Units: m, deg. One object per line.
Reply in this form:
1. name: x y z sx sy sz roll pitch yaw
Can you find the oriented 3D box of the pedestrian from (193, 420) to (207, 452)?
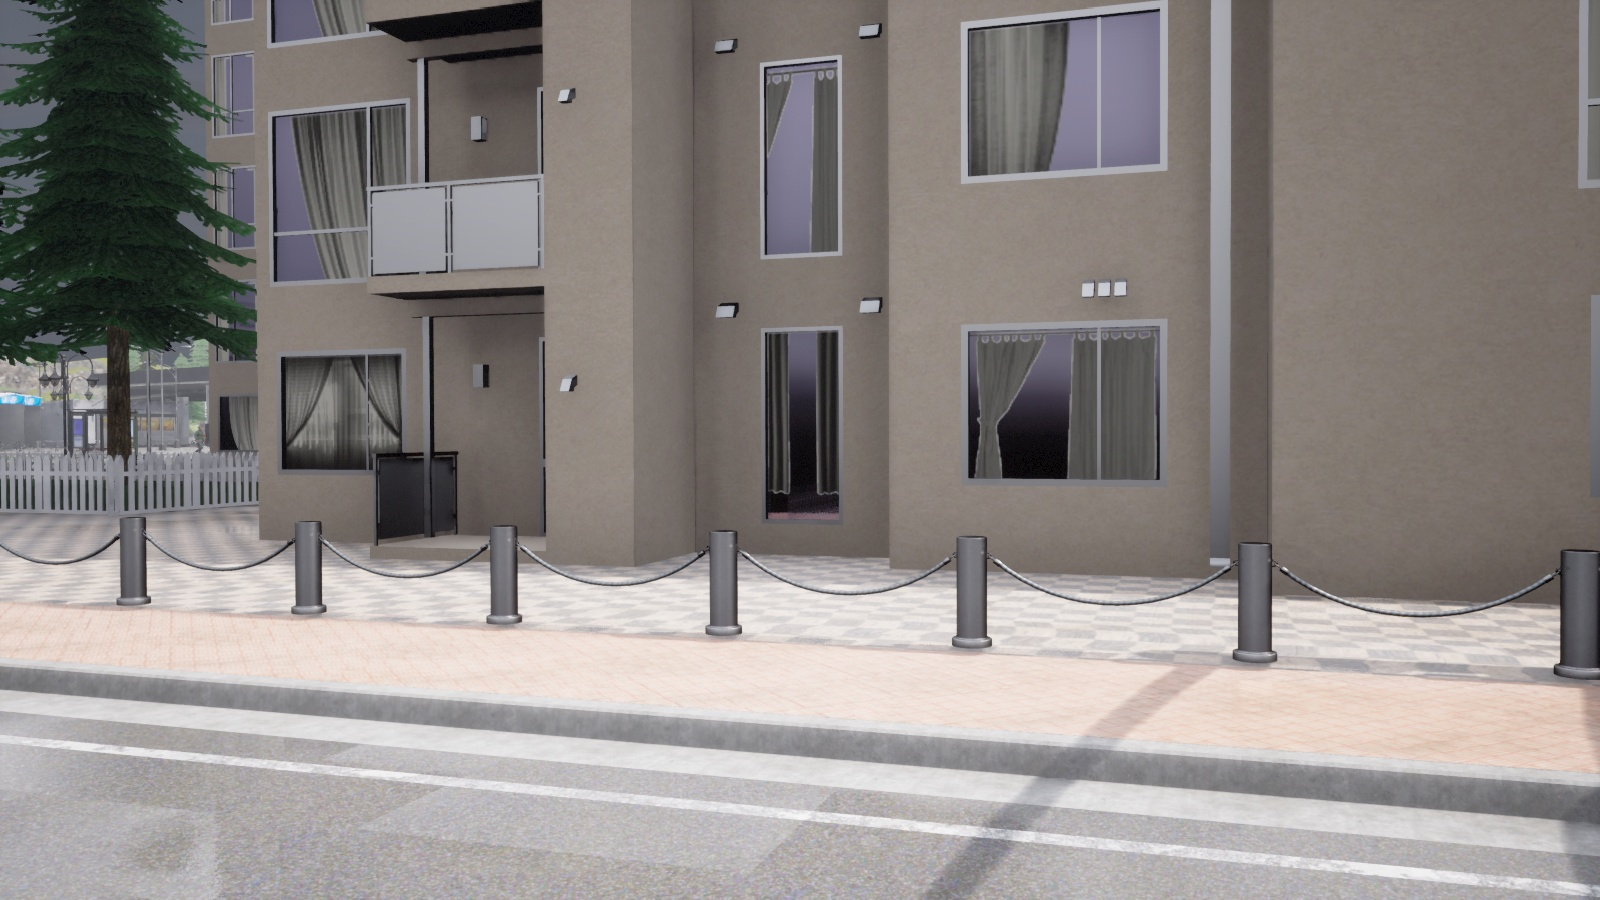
1. pedestrian: -34.416 -0.800 72.020 0.614 1.847 0.353 0 1 15
